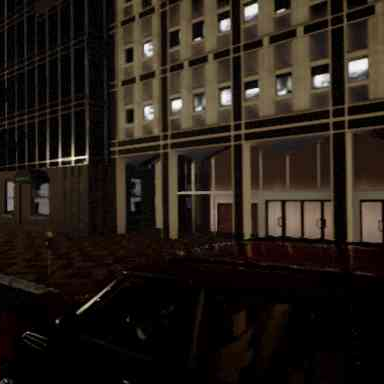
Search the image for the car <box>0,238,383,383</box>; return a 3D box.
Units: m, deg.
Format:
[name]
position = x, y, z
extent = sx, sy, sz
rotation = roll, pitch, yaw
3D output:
[car]
position = 0.339, 1.327, 2.636
extent = 5.009, 1.841, 2.192
rotation = -1, -1, 35
